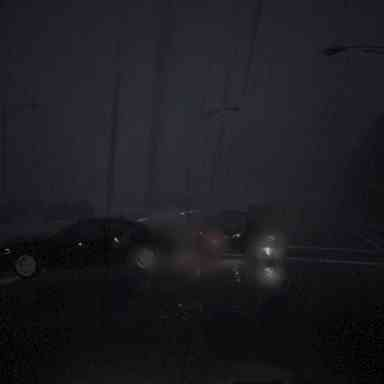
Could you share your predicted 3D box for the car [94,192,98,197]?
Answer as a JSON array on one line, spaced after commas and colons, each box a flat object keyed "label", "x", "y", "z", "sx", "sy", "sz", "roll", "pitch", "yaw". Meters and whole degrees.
[{"label": "car", "x": -21.896, "y": 1.291, "z": 67.982, "sx": 3.806, "sy": 1.475, "sz": 1.970, "roll": 0, "pitch": 0, "yaw": 18}]

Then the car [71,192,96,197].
[{"label": "car", "x": -18.496, "y": 1.243, "z": 53.734, "sx": 4.514, "sy": 1.523, "sz": 2.007, "roll": 0, "pitch": 0, "yaw": 18}]

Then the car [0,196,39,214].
[{"label": "car", "x": -15.134, "y": 1.352, "z": 29.404, "sx": 3.806, "sy": 1.475, "sz": 1.970, "roll": 0, "pitch": 0, "yaw": 18}]

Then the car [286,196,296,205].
[{"label": "car", "x": 17.308, "y": 1.474, "z": 58.977, "sx": 1.837, "sy": 1.490, "sz": 4.892, "roll": 0, "pitch": 0, "yaw": 19}]

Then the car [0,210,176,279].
[{"label": "car", "x": -2.970, "y": 1.474, "z": 9.905, "sx": 5.008, "sy": 1.535, "sz": 1.882, "roll": 0, "pitch": 0, "yaw": -18}]

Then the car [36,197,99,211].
[{"label": "car", "x": -9.052, "y": 1.353, "z": 24.212, "sx": 3.633, "sy": 1.501, "sz": 1.845, "roll": 0, "pitch": 0, "yaw": 18}]

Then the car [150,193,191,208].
[{"label": "car", "x": -2.992, "y": 1.070, "z": 41.781, "sx": 4.605, "sy": 1.855, "sz": 1.932, "roll": 0, "pitch": 0, "yaw": 18}]

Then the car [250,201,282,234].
[{"label": "car", "x": 3.947, "y": 1.488, "z": 19.316, "sx": 1.837, "sy": 1.490, "sz": 4.892, "roll": 0, "pitch": 0, "yaw": 19}]

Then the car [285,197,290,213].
[{"label": "car", "x": 7.728, "y": 1.484, "z": 30.528, "sx": 1.837, "sy": 1.490, "sz": 4.892, "roll": 0, "pitch": 0, "yaw": 19}]

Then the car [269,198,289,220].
[{"label": "car", "x": 5.854, "y": 1.472, "z": 24.963, "sx": 2.128, "sy": 1.511, "sz": 4.902, "roll": 0, "pitch": 0, "yaw": 19}]

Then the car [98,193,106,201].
[{"label": "car", "x": -20.256, "y": 1.007, "z": 70.938, "sx": 3.866, "sy": 1.878, "sz": 1.905, "roll": 0, "pitch": 0, "yaw": 18}]

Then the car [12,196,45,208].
[{"label": "car", "x": -21.725, "y": 1.268, "z": 44.277, "sx": 3.633, "sy": 1.501, "sz": 1.845, "roll": 0, "pitch": 0, "yaw": 18}]

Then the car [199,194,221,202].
[{"label": "car", "x": 3.367, "y": 1.196, "z": 62.977, "sx": 3.806, "sy": 1.475, "sz": 1.970, "roll": 0, "pitch": 0, "yaw": 18}]

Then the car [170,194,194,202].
[{"label": "car", "x": -2.145, "y": 1.251, "z": 68.698, "sx": 4.514, "sy": 1.523, "sz": 2.007, "roll": 0, "pitch": 0, "yaw": 18}]

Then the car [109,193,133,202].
[{"label": "car", "x": -13.848, "y": 1.039, "z": 65.313, "sx": 4.605, "sy": 1.855, "sz": 1.932, "roll": 0, "pitch": 0, "yaw": 18}]

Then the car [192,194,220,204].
[{"label": "car", "x": 1.626, "y": 1.120, "z": 56.792, "sx": 5.027, "sy": 1.636, "sz": 2.152, "roll": 0, "pitch": 0, "yaw": 18}]

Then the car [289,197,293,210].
[{"label": "car", "x": 9.822, "y": 1.540, "z": 36.753, "sx": 1.994, "sy": 1.385, "sz": 4.181, "roll": 0, "pitch": 0, "yaw": 18}]

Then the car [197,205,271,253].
[{"label": "car", "x": 1.804, "y": 1.513, "z": 13.906, "sx": 1.812, "sy": 1.442, "sz": 4.674, "roll": 0, "pitch": 0, "yaw": 24}]
